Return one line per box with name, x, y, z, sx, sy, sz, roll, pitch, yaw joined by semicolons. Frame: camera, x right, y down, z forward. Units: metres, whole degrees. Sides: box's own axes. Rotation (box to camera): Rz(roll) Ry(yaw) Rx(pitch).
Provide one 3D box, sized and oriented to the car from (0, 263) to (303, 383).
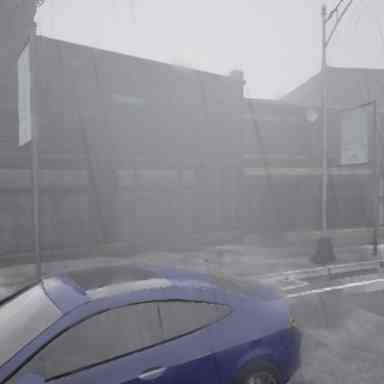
car;-0.980;1.496;3.033;4.674;1.442;1.812;0;0;-32
